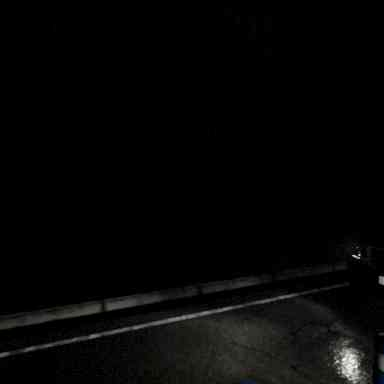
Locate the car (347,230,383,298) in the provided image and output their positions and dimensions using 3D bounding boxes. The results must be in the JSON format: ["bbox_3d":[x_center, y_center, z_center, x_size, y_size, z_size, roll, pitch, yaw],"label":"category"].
[{"bbox_3d":[5.703,1.057,6.651,5.566,2.045,2.150,-2,1,-25],"label":"car"}]
